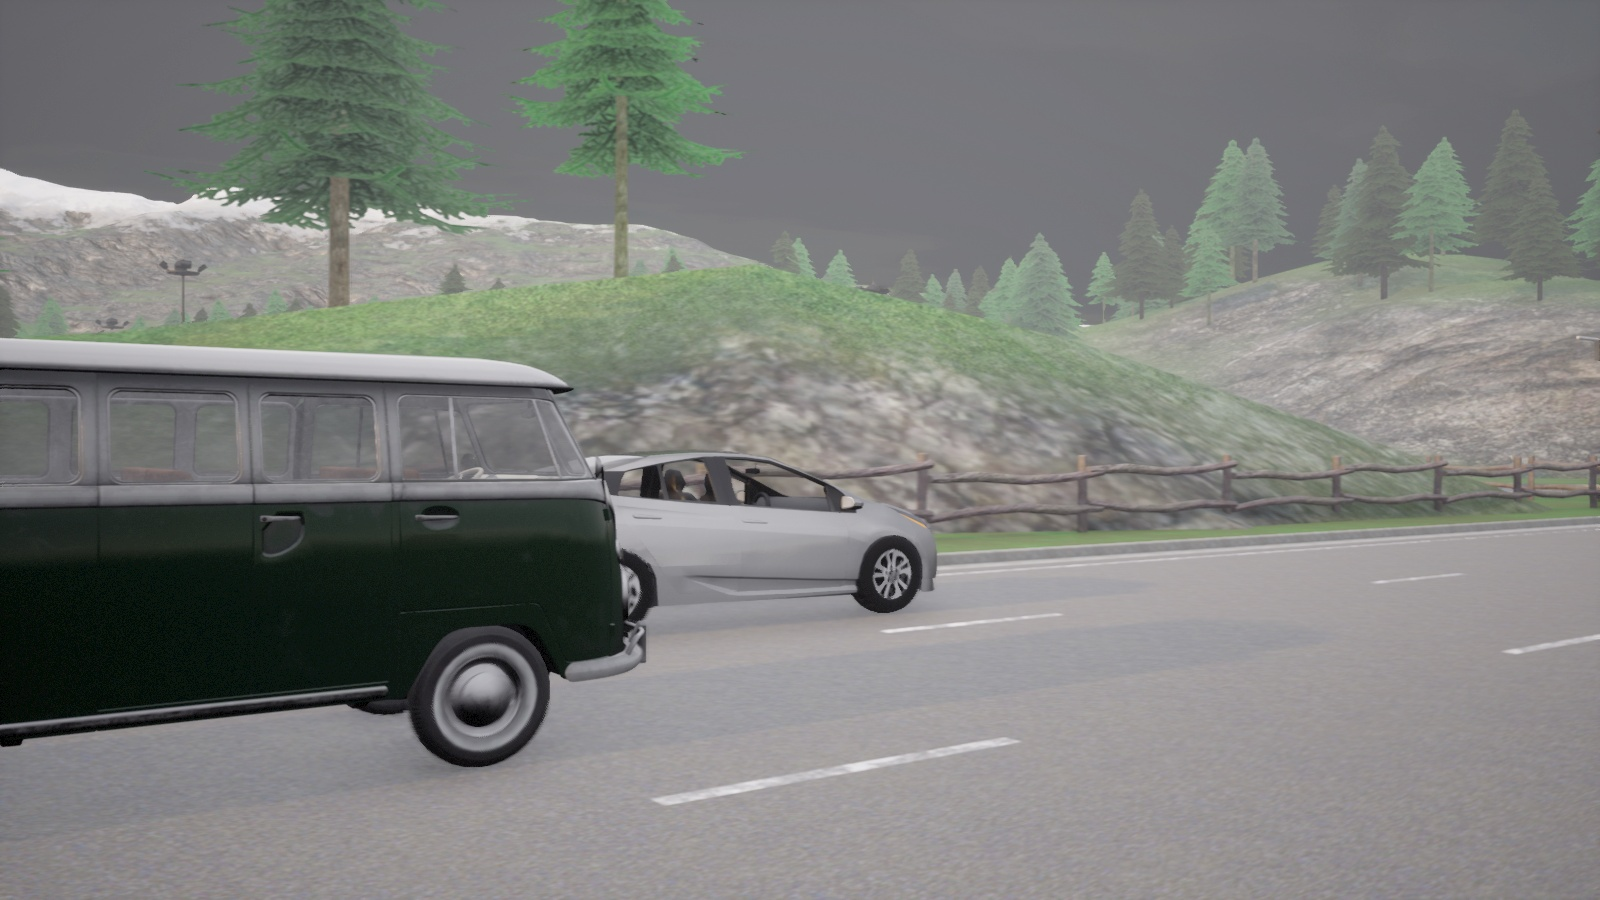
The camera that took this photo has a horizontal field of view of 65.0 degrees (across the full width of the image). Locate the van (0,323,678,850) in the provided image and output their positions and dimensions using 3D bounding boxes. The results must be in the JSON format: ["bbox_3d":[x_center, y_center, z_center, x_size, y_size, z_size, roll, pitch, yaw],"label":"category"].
[{"bbox_3d":[-2.952,0.519,5.869,4.442,1.987,1.775,0,0,-35],"label":"van"}]

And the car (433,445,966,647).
[{"bbox_3d":[-0.831,0.731,11.609,4.514,1.525,2.007,0,0,-35],"label":"car"}]
